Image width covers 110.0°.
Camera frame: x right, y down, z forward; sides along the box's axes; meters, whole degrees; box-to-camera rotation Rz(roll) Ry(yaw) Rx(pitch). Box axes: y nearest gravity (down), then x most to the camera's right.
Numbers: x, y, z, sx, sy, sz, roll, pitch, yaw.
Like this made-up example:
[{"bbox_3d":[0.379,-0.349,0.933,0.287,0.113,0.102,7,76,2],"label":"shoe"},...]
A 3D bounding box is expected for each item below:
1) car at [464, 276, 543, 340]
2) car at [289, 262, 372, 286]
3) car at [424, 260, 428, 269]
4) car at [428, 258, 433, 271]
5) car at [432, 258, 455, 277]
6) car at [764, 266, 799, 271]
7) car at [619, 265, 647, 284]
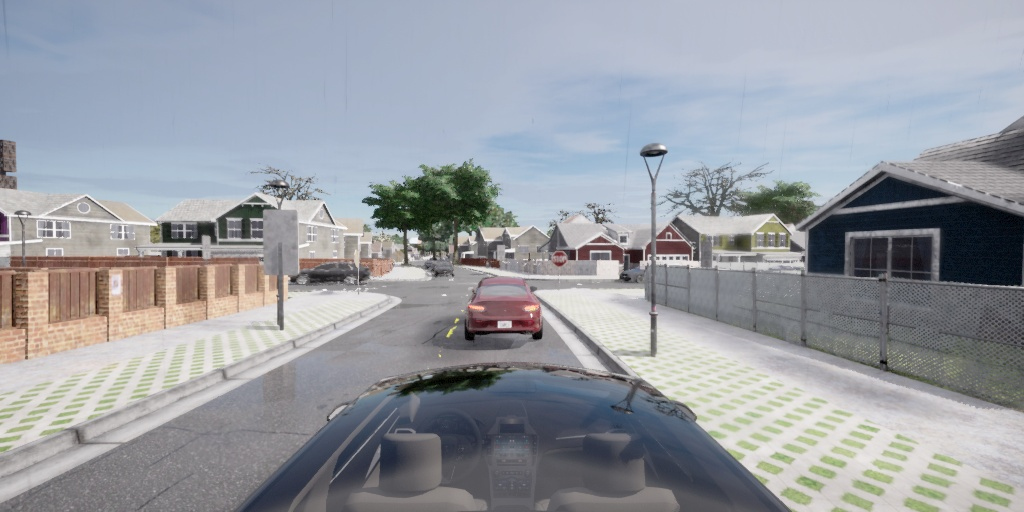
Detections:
[{"bbox_3d":[-0.254,1.274,9.831,1.812,1.442,4.674,0,0,-2],"label":"car"},{"bbox_3d":[-11.880,1.135,23.644,4.892,1.490,1.837,0,1,-10],"label":"car"},{"bbox_3d":[-12.710,1.322,56.570,2.033,1.411,5.357,0,0,-19],"label":"car"},{"bbox_3d":[-9.462,1.275,46.450,1.837,1.490,4.892,0,0,-16],"label":"car"},{"bbox_3d":[-6.994,1.270,36.818,1.837,1.490,4.892,0,0,-13],"label":"car"},{"bbox_3d":[24.150,1.565,32.173,4.181,1.385,1.994,1,1,-17],"label":"car"},{"bbox_3d":[10.664,1.429,28.364,4.181,1.385,1.994,1,1,-16],"label":"car"}]
